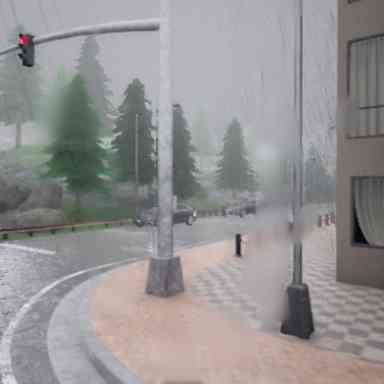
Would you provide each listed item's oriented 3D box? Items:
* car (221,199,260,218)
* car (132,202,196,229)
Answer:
[{"bbox_3d":[4.357,1.384,29.334,2.128,1.511,4.902,0,0,36],"label":"car"},{"bbox_3d":[-1.618,1.418,20.915,1.837,1.490,4.892,0,0,35],"label":"car"}]
